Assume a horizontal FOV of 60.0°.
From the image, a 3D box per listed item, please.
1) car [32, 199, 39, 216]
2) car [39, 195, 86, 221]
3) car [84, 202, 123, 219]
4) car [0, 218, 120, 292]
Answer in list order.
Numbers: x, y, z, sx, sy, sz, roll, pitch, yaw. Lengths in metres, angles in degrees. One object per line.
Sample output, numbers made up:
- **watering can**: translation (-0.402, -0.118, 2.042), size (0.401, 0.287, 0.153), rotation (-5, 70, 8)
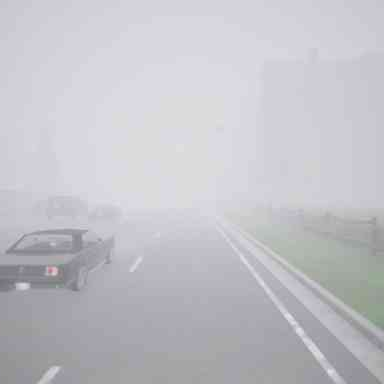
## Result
- **car**: translation (-14.032, 1.430, 33.288), size (2.097, 1.767, 4.553), rotation (0, 0, 0)
- **car**: translation (-10.506, 1.290, 28.417), size (2.150, 2.045, 5.566), rotation (0, 0, 0)
- **car**: translation (-6.999, 1.629, 27.258), size (1.994, 1.385, 4.181), rotation (0, 0, 0)
- **car**: translation (-3.405, 1.622, 8.918), size (1.895, 1.301, 4.718), rotation (0, 0, 0)
